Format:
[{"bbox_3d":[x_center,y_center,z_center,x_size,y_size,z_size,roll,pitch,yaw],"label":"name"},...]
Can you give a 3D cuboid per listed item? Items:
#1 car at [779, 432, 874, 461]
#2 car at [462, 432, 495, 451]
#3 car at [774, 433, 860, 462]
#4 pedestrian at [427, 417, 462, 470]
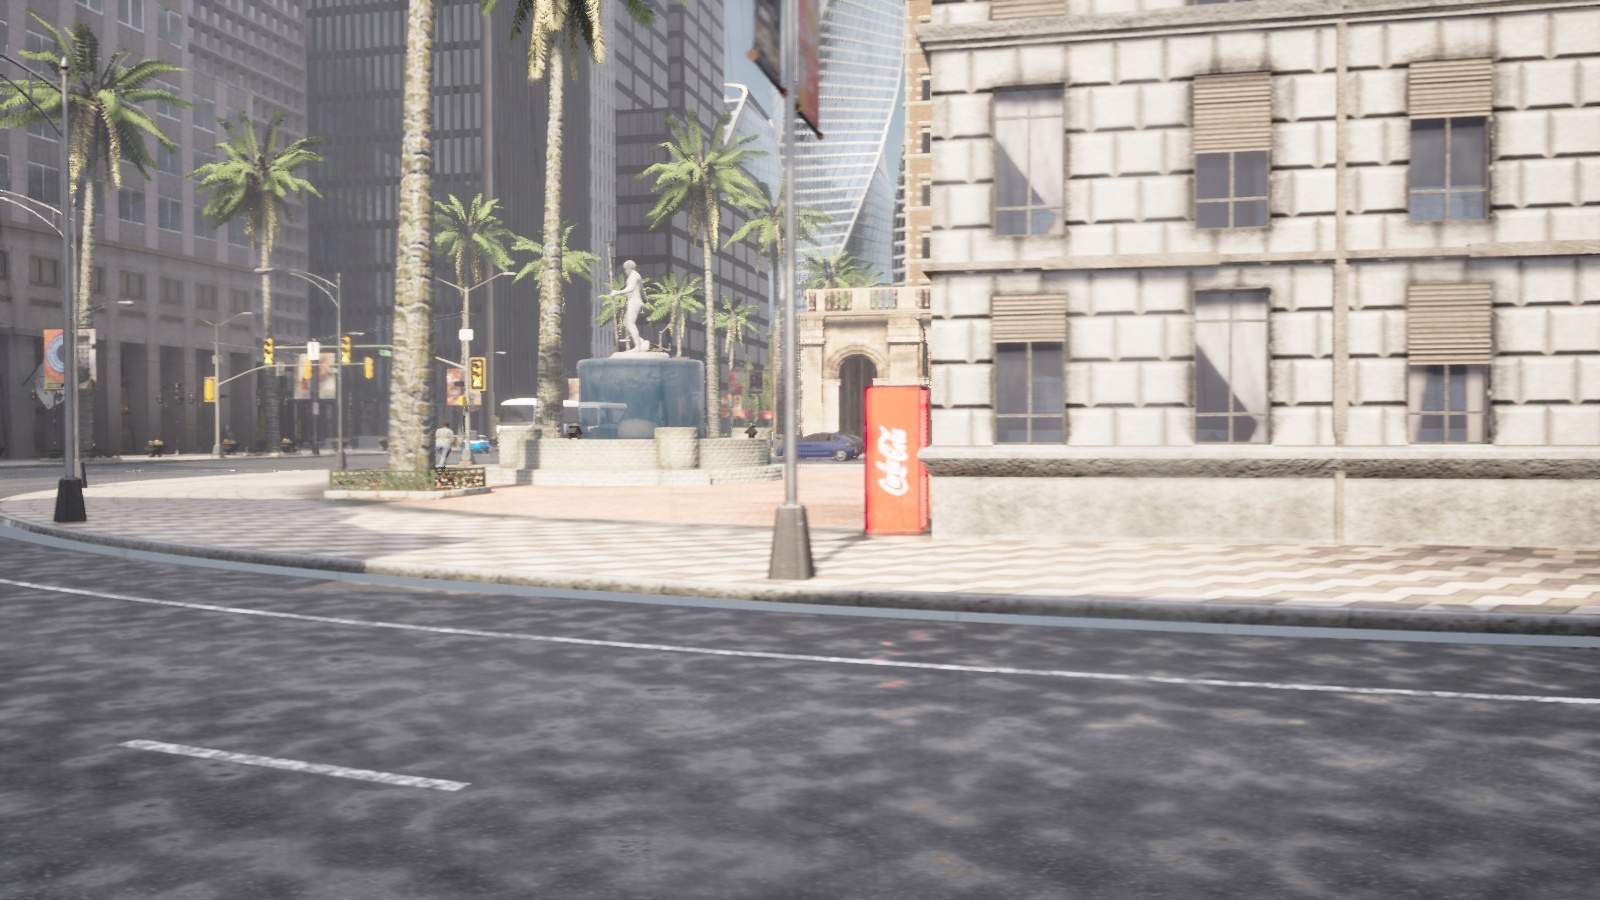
[{"bbox_3d":[1.456,-0.204,68.772,4.892,1.490,1.837,0,1,13],"label":"car"},{"bbox_3d":[-23.405,-0.600,91.518,1.481,1.376,2.207,0,1,13],"label":"car"},{"bbox_3d":[0.904,-0.145,65.292,4.193,1.474,1.816,0,1,13],"label":"car"},{"bbox_3d":[-12.659,-0.246,44.769,0.874,1.855,0.900,0,1,12],"label":"pedestrian"}]
